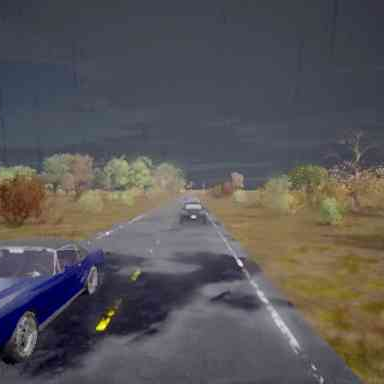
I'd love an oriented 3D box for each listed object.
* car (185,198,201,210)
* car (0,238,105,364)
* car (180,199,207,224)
[{"bbox_3d":[0.099,1.492,41.968,1.895,1.301,4.718,0,0,0],"label":"car"},{"bbox_3d":[-3.074,1.586,5.938,1.895,1.301,4.718,0,0,0],"label":"car"},{"bbox_3d":[0.100,1.463,24.161,1.812,1.442,4.674,0,0,0],"label":"car"}]
